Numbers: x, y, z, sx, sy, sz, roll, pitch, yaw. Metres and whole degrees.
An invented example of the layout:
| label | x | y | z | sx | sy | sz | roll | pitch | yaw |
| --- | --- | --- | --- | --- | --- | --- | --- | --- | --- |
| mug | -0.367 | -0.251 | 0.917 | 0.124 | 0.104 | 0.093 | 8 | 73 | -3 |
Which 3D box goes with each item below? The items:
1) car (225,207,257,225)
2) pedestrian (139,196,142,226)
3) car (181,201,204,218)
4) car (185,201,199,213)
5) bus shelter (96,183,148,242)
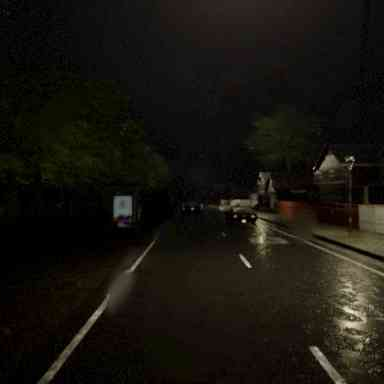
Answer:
| label | x | y | z | sx | sy | sz | roll | pitch | yaw |
| --- | --- | --- | --- | --- | --- | --- | --- | --- | --- |
| car | 3.590 | 1.758 | 25.234 | 1.895 | 1.301 | 4.718 | 0 | -1 | 0 |
| pedestrian | -3.209 | 1.139 | 19.966 | 0.375 | 1.860 | 0.375 | 0 | 0 | 10 |
| car | 0.047 | 1.625 | 32.859 | 2.097 | 1.767 | 4.553 | 0 | -1 | 0 |
| car | 0.020 | 2.009 | 45.169 | 1.812 | 1.442 | 4.674 | 0 | -1 | 1 |
| bus shelter | -3.517 | 0.945 | 17.475 | 1.920 | 2.740 | 3.880 | 0 | 0 | 0 |
